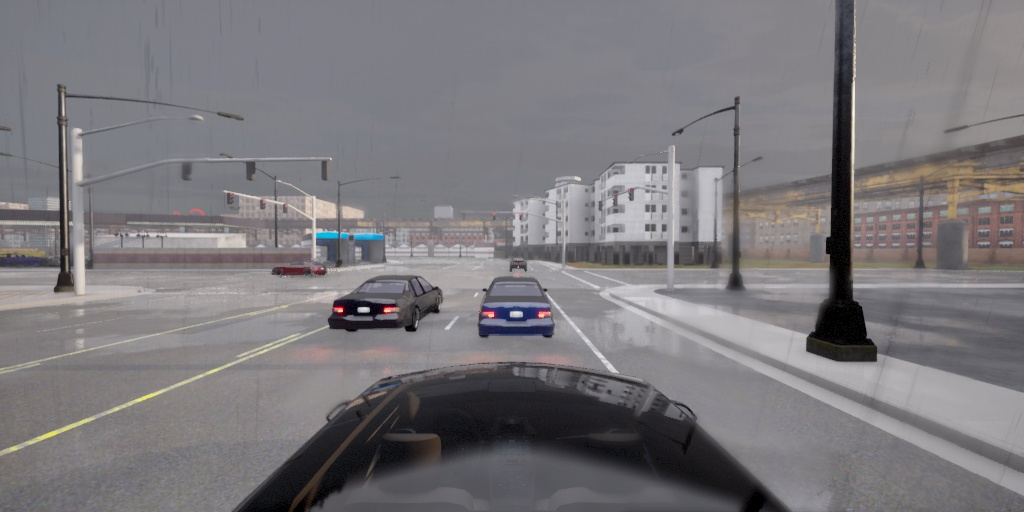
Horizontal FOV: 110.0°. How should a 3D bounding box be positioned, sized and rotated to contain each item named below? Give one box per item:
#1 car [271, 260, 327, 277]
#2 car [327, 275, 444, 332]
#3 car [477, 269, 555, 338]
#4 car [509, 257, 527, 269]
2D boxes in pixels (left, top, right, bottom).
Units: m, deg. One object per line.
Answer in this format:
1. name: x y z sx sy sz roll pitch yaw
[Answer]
1. car: -18.296 1.065 30.926 4.181 1.385 1.994 0 1 4
2. car: -3.405 1.273 10.742 2.033 1.411 5.357 0 0 0
3. car: 0.091 1.279 10.140 2.033 1.411 5.357 0 0 0
4. car: 0.689 0.865 40.285 1.837 1.490 4.892 0 1 0
